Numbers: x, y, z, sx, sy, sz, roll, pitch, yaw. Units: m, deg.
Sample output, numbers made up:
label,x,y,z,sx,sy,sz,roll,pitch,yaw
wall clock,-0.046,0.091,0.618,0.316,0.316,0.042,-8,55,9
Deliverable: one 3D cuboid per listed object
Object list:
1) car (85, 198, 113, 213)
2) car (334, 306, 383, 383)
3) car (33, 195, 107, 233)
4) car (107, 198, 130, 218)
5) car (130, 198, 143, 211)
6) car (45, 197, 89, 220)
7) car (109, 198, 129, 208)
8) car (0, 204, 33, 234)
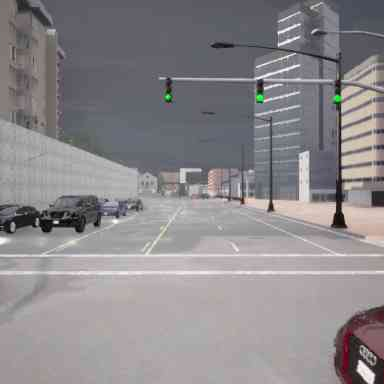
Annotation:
label,x,y,z,sx,sy,sz,roll,pitch,yaw
car,-10.606,1.505,38.379,1.837,1.490,4.892,0,0,0
car,3.667,1.567,3.218,4.181,1.385,1.994,0,0,0
car,-7.103,1.221,20.125,2.150,2.045,5.566,0,0,0
car,-7.108,1.526,29.766,1.812,1.442,4.674,0,0,0
car,-7.104,1.491,40.108,2.128,1.511,4.902,0,0,0
car,-10.609,1.352,28.561,2.097,1.767,4.553,0,0,0
car,-10.572,1.601,48.439,1.895,1.301,4.718,0,0,0
car,-10.607,1.505,19.494,1.837,1.490,4.892,0,0,0
